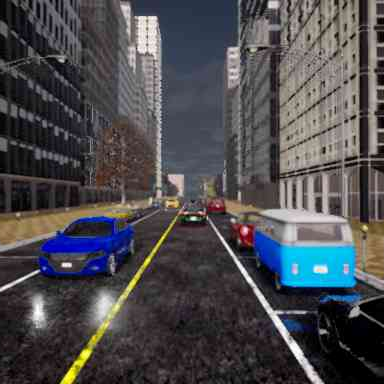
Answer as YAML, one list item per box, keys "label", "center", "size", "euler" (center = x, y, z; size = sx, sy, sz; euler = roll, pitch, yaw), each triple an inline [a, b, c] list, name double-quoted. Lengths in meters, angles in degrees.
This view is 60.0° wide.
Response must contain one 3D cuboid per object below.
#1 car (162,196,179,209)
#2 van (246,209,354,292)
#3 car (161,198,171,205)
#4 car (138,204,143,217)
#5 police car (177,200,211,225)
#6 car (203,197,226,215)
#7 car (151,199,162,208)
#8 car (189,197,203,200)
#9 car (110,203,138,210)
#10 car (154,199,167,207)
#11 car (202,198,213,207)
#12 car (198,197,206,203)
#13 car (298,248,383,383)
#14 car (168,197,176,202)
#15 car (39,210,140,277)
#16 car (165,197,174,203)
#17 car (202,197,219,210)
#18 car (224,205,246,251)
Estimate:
- label: "car"
  center: [-3.055, 1.808, 51.574]
  size: [1.882, 1.535, 5.008]
  euler: [0, 0, 0]
- label: "van"
  center: [2.697, 1.403, 8.828]
  size: [1.690, 1.788, 3.998]
  euler: [0, 0, 0]
- label: "car"
  center: [-5.659, 2.026, 71.452]
  size: [1.802, 1.307, 4.206]
  euler: [0, 0, 0]
- label: "car"
  center: [-5.675, 1.759, 31.609]
  size: [2.008, 1.369, 4.403]
  euler: [0, 0, 0]
- label: "police car"
  center: [0.111, 1.683, 25.827]
  size: [2.038, 1.542, 4.974]
  euler: [0, 0, 0]
- label: "car"
  center: [2.709, 1.559, 37.287]
  size: [2.192, 1.841, 5.009]
  euler: [0, 0, 0]
- label: "car"
  center: [-5.666, 1.898, 54.377]
  size: [2.008, 1.369, 4.403]
  euler: [0, 0, 0]
- label: "car"
  center: [0.117, 1.700, 41.642]
  size: [2.033, 1.649, 4.856]
  euler: [0, -1, 0]
- label: "car"
  center: [-5.677, 1.697, 25.745]
  size: [1.752, 1.417, 4.829]
  euler: [0, 0, 0]
- label: "car"
  center: [-5.664, 1.946, 60.070]
  size: [1.947, 1.339, 4.313]
  euler: [0, 0, 0]
- label: "car"
  center: [2.717, 1.907, 60.224]
  size: [1.752, 1.417, 4.829]
  euler: [0, 0, 0]
- label: "car"
  center: [2.728, 2.103, 88.514]
  size: [1.947, 1.339, 4.313]
  euler: [0, 0, 0]
- label: "car"
  center: [2.694, 1.589, 3.133]
  size: [1.947, 1.339, 4.313]
  euler: [0, 0, 0]
- label: "car"
  center: [-5.651, 2.112, 94.223]
  size: [1.887, 1.381, 4.507]
  euler: [0, 0, 0]
- label: "car"
  center: [-3.098, 1.552, 10.734]
  size: [1.882, 1.535, 5.008]
  euler: [0, 0, 0]
- label: "car"
  center: [-5.655, 2.057, 82.838]
  size: [2.008, 1.369, 4.403]
  euler: [0, 0, 0]
- label: "car"
  center: [2.713, 1.629, 48.672]
  size: [2.192, 1.841, 5.009]
  euler: [0, 0, 0]
- label: "car"
  center: [2.699, 1.540, 14.518]
  size: [1.967, 1.590, 4.097]
  euler: [0, 0, 0]
